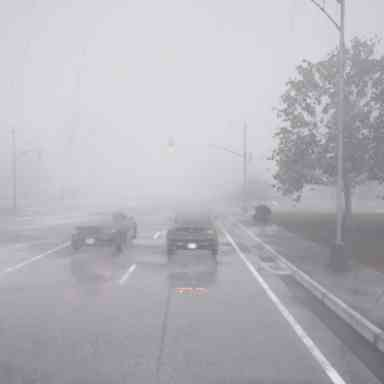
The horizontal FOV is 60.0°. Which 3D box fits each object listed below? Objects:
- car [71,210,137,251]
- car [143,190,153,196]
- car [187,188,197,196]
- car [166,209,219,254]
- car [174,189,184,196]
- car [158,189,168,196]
[{"bbox_3d":[-3.475,1.468,13.702,1.812,1.442,4.674,0,1,1],"label":"car"},{"bbox_3d":[-10.497,0.294,79.730,1.994,1.385,4.181,0,-1,0],"label":"car"},{"bbox_3d":[0.003,0.061,87.236,2.150,2.045,5.566,0,-1,0],"label":"car"},{"bbox_3d":[0.021,1.456,13.330,1.837,1.490,4.892,0,1,0],"label":"car"},{"bbox_3d":[-3.497,0.197,87.591,2.097,1.767,4.553,0,-1,0],"label":"car"},{"bbox_3d":[-6.997,0.097,79.762,2.097,1.767,4.553,0,-1,0],"label":"car"}]
